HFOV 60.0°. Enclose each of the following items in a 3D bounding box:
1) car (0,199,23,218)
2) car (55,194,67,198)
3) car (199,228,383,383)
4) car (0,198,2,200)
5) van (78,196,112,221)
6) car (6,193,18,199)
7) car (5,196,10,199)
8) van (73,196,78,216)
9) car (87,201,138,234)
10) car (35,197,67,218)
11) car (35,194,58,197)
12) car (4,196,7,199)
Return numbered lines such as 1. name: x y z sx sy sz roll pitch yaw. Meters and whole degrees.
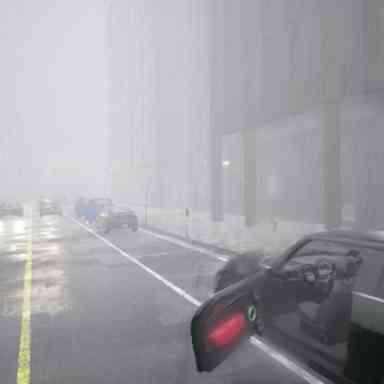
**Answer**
1. car: -16.122 1.600 29.582 1.895 1.301 4.718 -1 1 -25
2. car: -21.365 1.173 53.837 2.192 1.841 5.009 -1 1 -26
3. car: 2.102 1.259 4.341 2.097 1.767 4.553 -1 1 -26
4. car: -24.145 1.594 39.998 1.887 1.381 4.507 -1 1 -26
5. van: -6.713 1.221 23.475 1.690 1.788 3.998 -1 1 -26
6. car: -40.703 1.350 74.301 2.192 1.841 5.009 -1 1 -26
7. car: -29.027 1.625 50.119 1.802 1.307 4.206 -1 1 -26
8. van: -9.155 1.217 28.535 1.690 1.788 3.998 -1 1 -26
9. car: -4.267 1.435 18.417 2.008 1.369 4.403 -1 1 -26
10. car: -12.481 1.480 29.260 2.033 1.411 5.357 -1 1 -25
11. car: -17.578 1.419 39.673 2.128 1.511 4.902 -1 1 -25
12. car: -26.585 1.628 45.058 1.802 1.307 4.206 -1 1 -26
